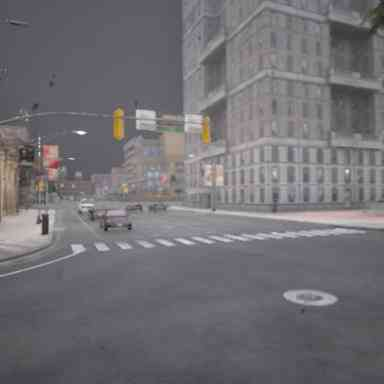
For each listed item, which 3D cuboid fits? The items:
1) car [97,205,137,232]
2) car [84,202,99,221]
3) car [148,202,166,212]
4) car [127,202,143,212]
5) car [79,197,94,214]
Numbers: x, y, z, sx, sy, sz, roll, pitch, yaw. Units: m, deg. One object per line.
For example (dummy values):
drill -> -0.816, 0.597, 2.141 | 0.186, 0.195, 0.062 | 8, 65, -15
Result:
car -> -5.532, 1.946, 24.009 | 1.812, 1.442, 4.674 | 0, -1, -21
car -> -9.365, 2.095, 33.730 | 2.128, 1.511, 4.902 | 0, -1, -22
car -> -5.532, 2.340, 52.711 | 2.128, 1.511, 4.902 | 0, -1, -22
car -> -8.998, 2.378, 51.950 | 1.837, 1.490, 4.892 | 0, -1, -22
car -> -15.031, 2.091, 47.924 | 2.150, 2.045, 5.566 | 0, 0, -22
